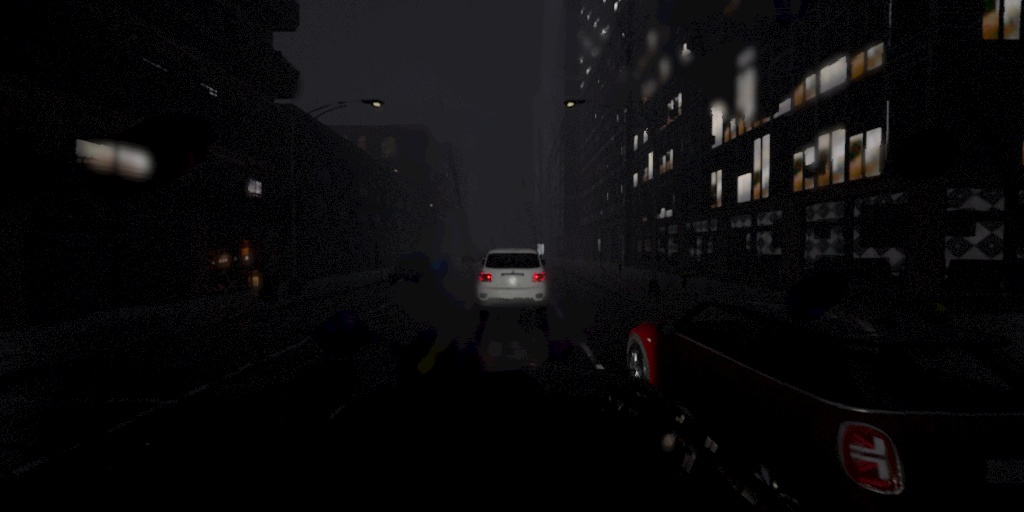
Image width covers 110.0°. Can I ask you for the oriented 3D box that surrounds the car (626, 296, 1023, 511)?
[{"bbox_3d":[2.690,1.140,3.889,1.967,1.591,4.097,0,0,0],"label":"car"}]

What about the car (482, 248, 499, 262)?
[{"bbox_3d":[-3.068,-0.188,52.993,2.150,2.045,5.566,0,1,0],"label":"car"}]

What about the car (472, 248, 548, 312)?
[{"bbox_3d":[0.054,0.715,13.014,2.150,2.045,5.566,0,1,1],"label":"car"}]

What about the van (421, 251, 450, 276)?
[{"bbox_3d":[-5.685,0.528,26.481,1.690,1.789,3.998,0,0,0],"label":"van"}]

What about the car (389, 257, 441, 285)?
[{"bbox_3d":[-5.687,0.881,20.833,1.948,1.339,4.313,0,0,0],"label":"car"}]

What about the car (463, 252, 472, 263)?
[{"bbox_3d":[-5.680,0.260,49.069,1.802,1.307,4.207,0,0,0],"label":"car"}]
